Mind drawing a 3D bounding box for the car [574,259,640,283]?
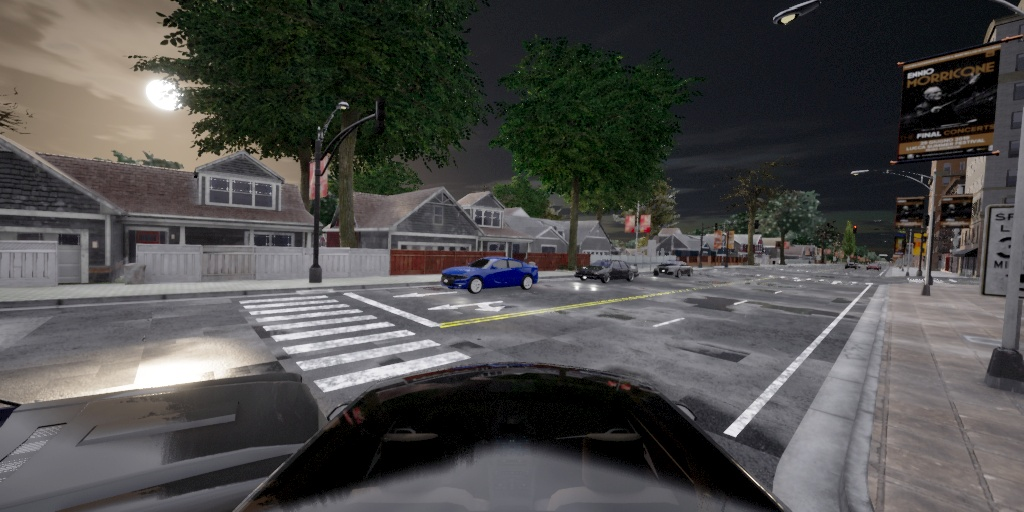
[{"bbox_3d":[6.343,0.931,23.425,5.357,1.411,2.033,1,2,-43],"label":"car"}]

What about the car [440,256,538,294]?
[{"bbox_3d":[-0.915,0.780,16.602,5.008,1.535,1.882,1,2,-43],"label":"car"}]

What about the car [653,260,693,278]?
[{"bbox_3d":[13.633,1.033,30.249,4.181,1.385,1.994,1,2,-44],"label":"car"}]

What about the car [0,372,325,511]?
[{"bbox_3d":[-3.317,1.272,1.448,4.718,1.301,1.895,1,2,-33],"label":"car"}]
